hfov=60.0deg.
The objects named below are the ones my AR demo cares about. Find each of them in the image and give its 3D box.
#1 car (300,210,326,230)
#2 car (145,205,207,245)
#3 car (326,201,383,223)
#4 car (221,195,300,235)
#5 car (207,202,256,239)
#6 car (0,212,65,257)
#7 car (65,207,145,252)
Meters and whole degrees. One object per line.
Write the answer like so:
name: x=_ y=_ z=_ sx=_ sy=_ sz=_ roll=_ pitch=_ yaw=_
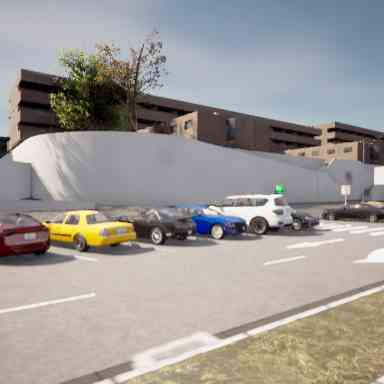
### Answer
car: x=5.197 y=1.460 z=20.353 sx=4.892 sy=1.521 sz=2.231 roll=-1 pitch=-1 yaw=34
car: x=-2.085 y=1.441 z=15.146 sx=4.892 sy=1.521 sz=2.231 roll=-1 pitch=-1 yaw=35
car: x=12.486 y=1.539 z=25.529 sx=4.674 sy=1.452 sz=2.002 roll=-1 pitch=-1 yaw=35
car: x=2.741 y=1.198 z=18.628 sx=5.566 sy=2.045 sz=2.435 roll=-1 pitch=-1 yaw=35
car: x=0.340 y=1.443 z=16.888 sx=5.008 sy=1.535 sz=2.097 roll=-1 pitch=-1 yaw=35
car: x=-6.972 y=1.465 z=11.704 sx=4.792 sy=1.488 sz=2.163 roll=-1 pitch=-1 yaw=35
car: x=-4.671 y=1.435 z=13.525 sx=5.366 sy=1.575 sz=1.946 roll=-1 pitch=-1 yaw=35
